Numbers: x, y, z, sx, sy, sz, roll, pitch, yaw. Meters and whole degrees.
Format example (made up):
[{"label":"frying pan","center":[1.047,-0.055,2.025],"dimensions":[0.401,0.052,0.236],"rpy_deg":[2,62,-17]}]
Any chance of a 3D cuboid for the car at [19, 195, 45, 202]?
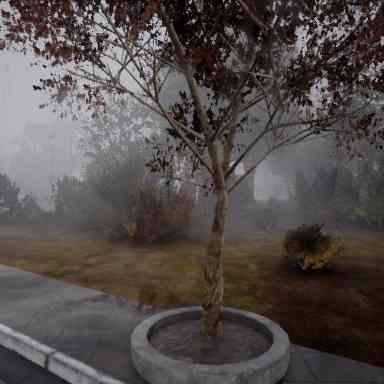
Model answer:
[{"label":"car","center":[-22.104,1.174,44.205],"dimensions":[1.837,1.490,4.892],"rpy_deg":[1,0,32]}]
